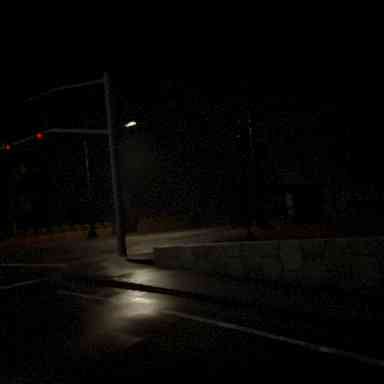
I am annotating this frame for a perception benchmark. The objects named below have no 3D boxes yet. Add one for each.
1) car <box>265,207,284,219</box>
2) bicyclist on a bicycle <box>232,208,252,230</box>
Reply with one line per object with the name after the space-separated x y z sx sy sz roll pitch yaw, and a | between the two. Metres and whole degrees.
12.033 2.970 47.654 2.128 1.511 4.902 -9 -5 36 | car
3.497 1.939 23.845 1.656 1.620 0.582 -9 -5 36 | bicyclist on a bicycle
